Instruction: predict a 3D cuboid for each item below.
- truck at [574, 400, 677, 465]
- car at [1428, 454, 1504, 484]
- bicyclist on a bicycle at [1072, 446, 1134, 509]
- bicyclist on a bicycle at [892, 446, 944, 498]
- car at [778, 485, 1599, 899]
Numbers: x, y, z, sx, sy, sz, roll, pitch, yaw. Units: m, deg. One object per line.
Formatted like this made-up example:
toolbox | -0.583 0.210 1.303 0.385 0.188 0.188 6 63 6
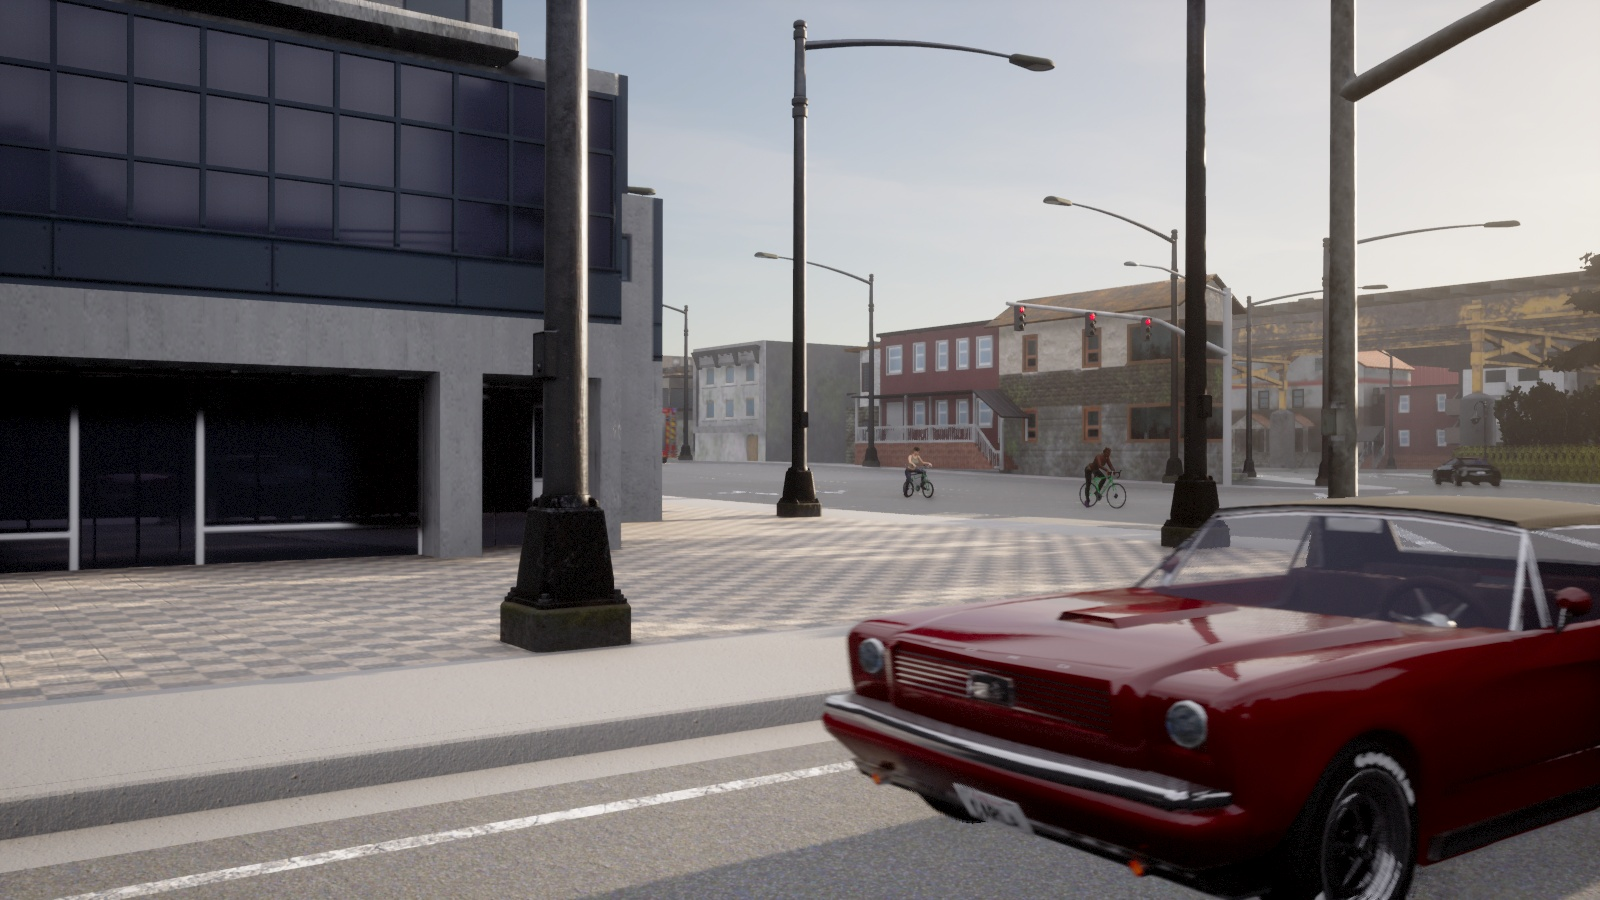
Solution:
truck | -11.079 -1.030 78.906 2.891 3.827 8.468 0 0 -34
car | 31.876 0.888 60.199 1.994 1.385 4.181 0 0 10
bicyclist on a bicycle | 8.085 0.716 33.569 0.582 1.620 1.656 0 0 -34
bicyclist on a bicycle | 3.736 0.686 39.698 0.866 1.612 1.509 0 0 -35
car | 2.397 0.853 5.322 4.718 1.301 1.895 0 0 -35
